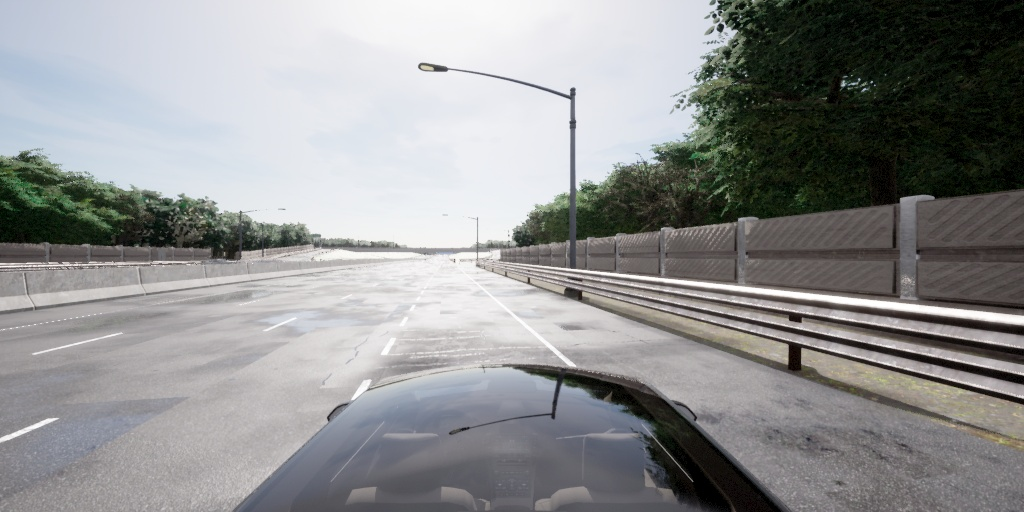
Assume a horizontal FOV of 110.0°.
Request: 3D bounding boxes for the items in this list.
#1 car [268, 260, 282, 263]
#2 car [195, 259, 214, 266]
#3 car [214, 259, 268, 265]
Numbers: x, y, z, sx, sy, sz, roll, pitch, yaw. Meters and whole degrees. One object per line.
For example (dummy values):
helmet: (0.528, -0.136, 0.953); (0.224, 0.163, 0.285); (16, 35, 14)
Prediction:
car: (-33.934, 1.321, 51.133); (1.812, 1.442, 4.674); (0, 0, -10)
car: (-40.613, 1.143, 48.701); (2.097, 1.767, 4.553); (0, 0, -10)
car: (-27.833, 1.266, 37.067); (2.128, 1.511, 4.902); (0, 0, -10)
